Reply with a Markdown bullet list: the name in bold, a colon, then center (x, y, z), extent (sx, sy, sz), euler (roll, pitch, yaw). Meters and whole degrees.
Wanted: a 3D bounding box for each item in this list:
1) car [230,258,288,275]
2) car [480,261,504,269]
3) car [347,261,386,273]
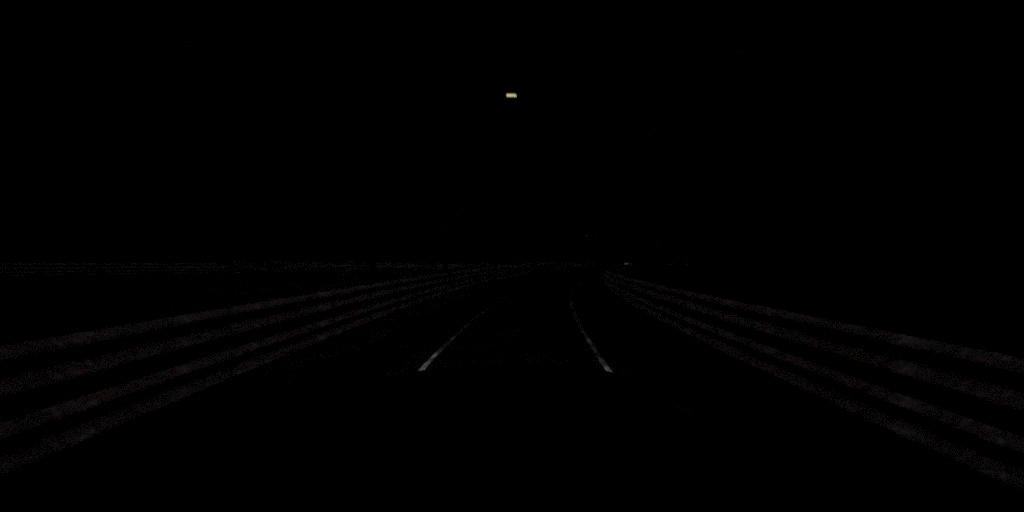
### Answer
- **car**: center (-25.871, 1.024, 36.912), extent (1.882, 1.535, 5.008), euler (0, -1, 40)
- **car**: center (-3.474, 1.731, 63.890), extent (1.882, 1.535, 5.008), euler (0, -1, 40)
- **car**: center (-18.543, 1.371, 45.740), extent (2.128, 1.511, 4.902), euler (0, -1, 40)
